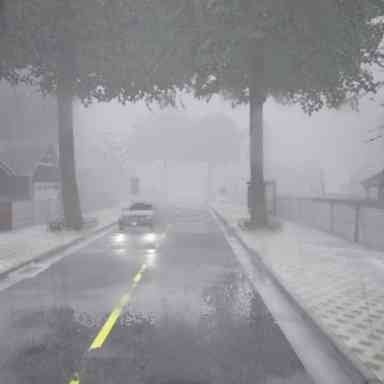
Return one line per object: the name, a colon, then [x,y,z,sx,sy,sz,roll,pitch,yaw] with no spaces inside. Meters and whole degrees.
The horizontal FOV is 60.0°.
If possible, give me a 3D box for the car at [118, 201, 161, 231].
car: [-2.756,1.222,18.337,1.812,1.442,4.674,0,1,1]
